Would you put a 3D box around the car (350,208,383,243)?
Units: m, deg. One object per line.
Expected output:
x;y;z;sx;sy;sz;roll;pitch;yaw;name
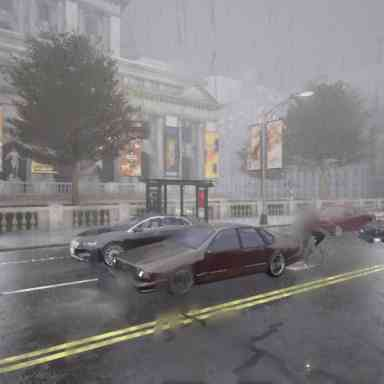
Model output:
9.643;1.547;14.964;5.357;1.411;2.033;0;0;-35;car

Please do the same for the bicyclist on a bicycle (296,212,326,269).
3.514;1.404;9.975;0.582;1.620;1.656;20;-2;-17;bicyclist on a bicycle

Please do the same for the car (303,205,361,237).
8.003;1.478;18.089;5.008;1.535;1.882;0;0;-35;car

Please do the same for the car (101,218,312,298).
0.655;1.548;8.703;5.357;1.411;2.033;0;0;-35;car

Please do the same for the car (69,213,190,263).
-1.599;1.491;11.405;4.902;1.511;2.128;0;0;-35;car
